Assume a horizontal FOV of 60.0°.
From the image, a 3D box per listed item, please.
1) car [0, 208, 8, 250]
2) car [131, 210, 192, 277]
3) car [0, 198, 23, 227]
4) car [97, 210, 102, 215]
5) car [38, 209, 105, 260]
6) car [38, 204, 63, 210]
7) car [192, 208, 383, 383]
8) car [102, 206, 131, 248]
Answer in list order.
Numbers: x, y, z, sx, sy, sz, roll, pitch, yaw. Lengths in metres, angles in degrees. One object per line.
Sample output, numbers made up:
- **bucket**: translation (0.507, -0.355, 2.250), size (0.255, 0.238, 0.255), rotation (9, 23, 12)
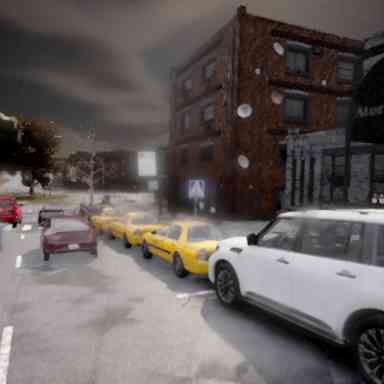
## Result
- **car**: translation (-7.939, 1.582, 11.907), size (1.882, 1.535, 5.008), rotation (0, 0, -26)
- **car**: translation (-0.180, 1.571, 10.706), size (1.946, 1.575, 5.366), rotation (0, -1, -26)
- **car**: translation (-13.654, 1.430, 24.056), size (2.150, 2.045, 5.566), rotation (0, 0, -23)
- **car**: translation (-5.027, 1.660, 20.634), size (1.946, 1.575, 5.366), rotation (0, -1, -26)
- **car**: translation (-4.884, 1.640, 13.050), size (1.812, 1.442, 4.674), rotation (0, 0, -25)
- **car**: translation (-11.024, 1.728, 26.249), size (2.128, 1.511, 4.902), rotation (0, -1, -22)
- **car**: translation (2.370, 1.278, 5.489), size (2.435, 2.045, 5.566), rotation (0, -1, -26)
- **car**: translation (-2.609, 1.614, 15.668), size (1.946, 1.575, 5.366), rotation (0, -1, -26)
